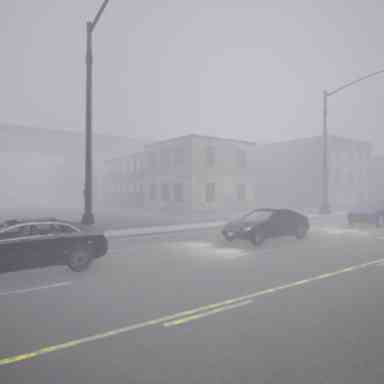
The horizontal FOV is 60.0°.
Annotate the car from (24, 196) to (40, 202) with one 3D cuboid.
[{"bbox_3d":[-36.766,1.589,76.305,1.853,1.218,4.536,0,0,-6],"label":"car"}]

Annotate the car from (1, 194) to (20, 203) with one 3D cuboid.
[{"bbox_3d":[-40.491,1.730,76.160,4.974,1.542,2.038,0,0,24],"label":"car"}]

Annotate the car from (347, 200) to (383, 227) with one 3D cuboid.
[{"bbox_3d":[11.825,1.277,21.152,5.008,1.535,1.882,-1,0,-36],"label":"car"}]

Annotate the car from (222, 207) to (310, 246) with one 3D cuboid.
[{"bbox_3d":[3.481,1.445,15.142,4.674,1.442,1.812,-1,0,-36],"label":"car"}]

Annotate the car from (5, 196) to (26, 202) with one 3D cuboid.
[{"bbox_3d":[-40.538,1.572,76.182,4.536,1.218,1.853,0,0,24],"label":"car"}]

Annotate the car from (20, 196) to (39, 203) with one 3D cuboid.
[{"bbox_3d":[-36.761,1.746,76.253,2.038,1.542,4.974,0,0,-6],"label":"car"}]

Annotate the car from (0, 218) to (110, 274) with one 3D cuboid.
[{"bbox_3d":[-4.755,1.501,9.200,4.902,1.511,2.128,0,0,-36],"label":"car"}]
